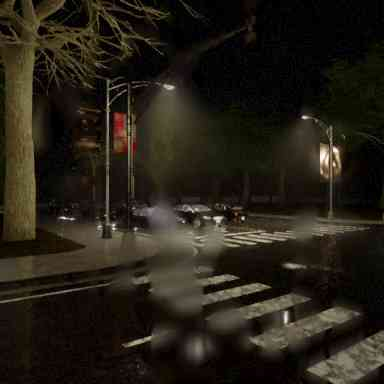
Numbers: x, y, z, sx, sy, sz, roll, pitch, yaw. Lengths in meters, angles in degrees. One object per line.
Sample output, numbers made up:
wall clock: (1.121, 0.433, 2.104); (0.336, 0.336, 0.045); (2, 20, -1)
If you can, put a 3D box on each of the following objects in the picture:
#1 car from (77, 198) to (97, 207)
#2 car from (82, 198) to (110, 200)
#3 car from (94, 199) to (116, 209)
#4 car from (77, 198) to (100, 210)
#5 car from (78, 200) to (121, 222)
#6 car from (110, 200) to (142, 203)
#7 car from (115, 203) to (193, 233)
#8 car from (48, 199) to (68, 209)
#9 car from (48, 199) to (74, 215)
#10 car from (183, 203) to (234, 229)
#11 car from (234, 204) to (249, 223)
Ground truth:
car: (-18.807, 1.849, 59.625); (1.882, 1.535, 5.008); (0, -1, -36)
car: (-11.335, 1.743, 38.135); (1.994, 1.385, 4.181); (0, 0, -36)
car: (-13.931, 1.823, 52.967); (1.812, 1.442, 4.674); (0, -1, -36)
car: (-15.464, 1.751, 49.594); (1.882, 1.535, 5.008); (0, 0, -36)
car: (-7.941, 1.676, 27.926); (1.994, 1.385, 4.181); (0, 0, -36)
car: (-5.254, 1.474, 29.761); (2.097, 1.767, 4.553); (0, 0, -36)
car: (-2.509, 1.614, 20.450); (2.033, 1.411, 5.357); (0, 0, -36)
car: (-20.637, 1.860, 51.088); (1.812, 1.442, 4.674); (0, -1, -36)
car: (-14.787, 1.682, 37.354); (1.837, 1.490, 4.892); (0, 0, -36)
car: (0.166, 1.567, 22.319); (2.128, 1.511, 4.902); (0, 0, -36)
car: (2.176, 1.598, 25.401); (1.837, 1.490, 4.892); (0, 0, -36)
